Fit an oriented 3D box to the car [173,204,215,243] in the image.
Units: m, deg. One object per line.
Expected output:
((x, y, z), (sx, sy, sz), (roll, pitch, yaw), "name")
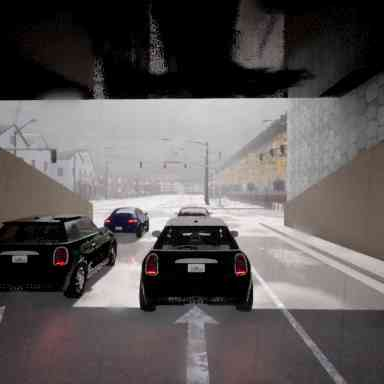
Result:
((0.089, 1.478, 17.223), (1.882, 1.535, 5.008), (0, 0, 0), "car")

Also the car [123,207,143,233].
((-3.411, 1.526, 17.769), (1.812, 1.442, 4.674), (0, 0, 0), "car")

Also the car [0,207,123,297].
((-3.414, 1.352, 8.718), (2.097, 1.767, 4.553), (0, 0, 0), "car")

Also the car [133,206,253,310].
((0.080, 1.352, 7.955), (2.097, 1.767, 4.553), (0, 0, 0), "car")
